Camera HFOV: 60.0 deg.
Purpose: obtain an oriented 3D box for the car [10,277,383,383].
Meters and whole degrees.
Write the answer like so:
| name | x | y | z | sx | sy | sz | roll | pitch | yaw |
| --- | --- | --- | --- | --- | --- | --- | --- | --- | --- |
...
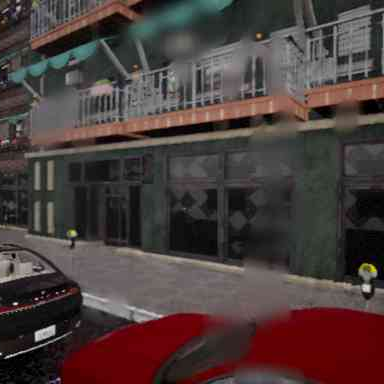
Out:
| name | x | y | z | sx | sy | sz | roll | pitch | yaw |
| --- | --- | --- | --- | --- | --- | --- | --- | --- | --- |
| car | 0.888 | 1.544 | 2.238 | 4.507 | 1.381 | 1.887 | 0 | 0 | 36 |

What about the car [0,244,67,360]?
| name | x | y | z | sx | sy | sz | roll | pitch | yaw |
| --- | --- | --- | --- | --- | --- | --- | --- | --- | --- |
| car | -3.619 | 1.534 | 5.453 | 4.403 | 1.369 | 2.008 | 0 | 0 | 36 |
